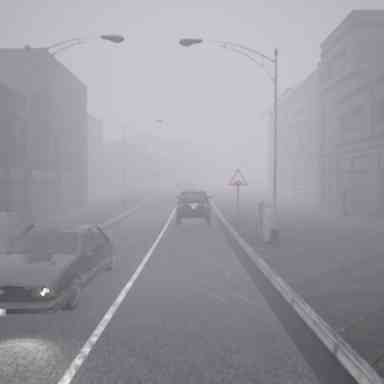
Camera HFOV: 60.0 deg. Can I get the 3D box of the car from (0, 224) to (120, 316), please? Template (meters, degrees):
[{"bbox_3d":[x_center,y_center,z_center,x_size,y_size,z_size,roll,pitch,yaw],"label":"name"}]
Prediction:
[{"bbox_3d":[-3.100,1.517,7.965,2.033,1.411,5.357,0,0,0],"label":"car"}]

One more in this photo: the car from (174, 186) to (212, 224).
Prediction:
[{"bbox_3d":[0.103,0.849,21.885,2.150,2.045,5.566,0,3,0],"label":"car"}]

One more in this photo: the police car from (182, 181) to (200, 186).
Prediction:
[{"bbox_3d":[0.097,-0.176,41.733,1.930,1.638,5.238,0,4,0],"label":"police car"}]

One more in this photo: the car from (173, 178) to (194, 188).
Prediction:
[{"bbox_3d":[-1.264,-1.468,58.526,2.150,2.045,5.566,1,3,22],"label":"car"}]
